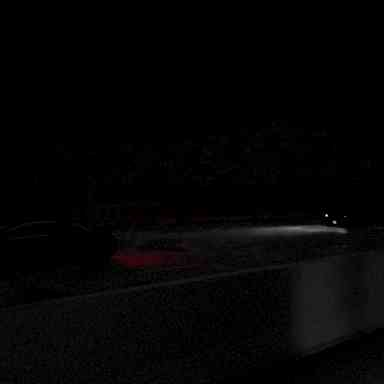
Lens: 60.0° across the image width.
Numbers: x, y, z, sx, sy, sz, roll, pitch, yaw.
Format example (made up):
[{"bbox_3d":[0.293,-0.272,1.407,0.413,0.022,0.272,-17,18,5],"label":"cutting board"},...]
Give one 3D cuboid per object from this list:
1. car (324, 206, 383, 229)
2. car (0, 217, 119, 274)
[{"bbox_3d":[10.935,1.580,21.631,4.718,1.301,1.895,0,0,-23],"label":"car"},{"bbox_3d":[-4.499,1.462,9.155,4.902,1.511,2.128,0,0,-33],"label":"car"}]
